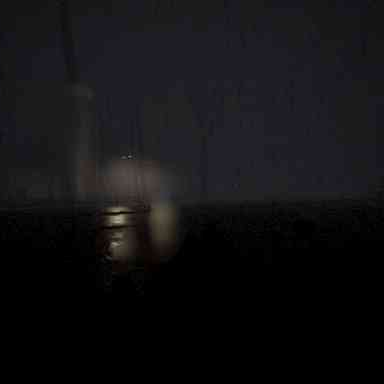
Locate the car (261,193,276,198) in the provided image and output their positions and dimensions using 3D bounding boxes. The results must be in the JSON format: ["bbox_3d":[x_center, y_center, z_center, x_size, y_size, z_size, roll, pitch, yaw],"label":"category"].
[{"bbox_3d":[21.035,0.964,91.543,2.033,1.411,5.357,-1,0,43],"label":"car"}]

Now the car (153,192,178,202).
[{"bbox_3d":[-5.214,0.994,65.497,2.150,2.045,5.566,-1,0,39],"label":"car"}]
